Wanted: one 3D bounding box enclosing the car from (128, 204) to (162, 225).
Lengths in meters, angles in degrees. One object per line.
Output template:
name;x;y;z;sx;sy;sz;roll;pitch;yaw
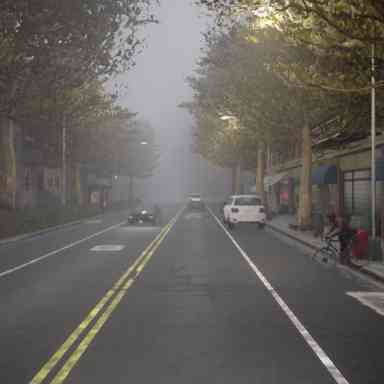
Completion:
car;-3.258;1.546;24.115;2.033;1.411;5.357;0;0;1

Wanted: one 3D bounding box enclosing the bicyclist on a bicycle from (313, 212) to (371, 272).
bicyclist on a bicycle;4.135;1.378;9.287;1.656;1.620;0.582;-7;0;1

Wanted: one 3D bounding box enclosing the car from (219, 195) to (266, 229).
car;3.290;1.227;21.672;2.435;2.045;5.566;0;0;1

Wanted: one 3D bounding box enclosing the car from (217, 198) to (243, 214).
car;4.040;1.479;36.030;2.231;1.521;4.892;0;0;1

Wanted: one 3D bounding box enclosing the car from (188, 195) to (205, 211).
car;0.537;1.489;40.428;2.128;1.511;4.902;0;0;1

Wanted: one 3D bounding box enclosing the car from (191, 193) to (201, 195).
car;0.617;1.218;50.859;2.150;2.045;5.566;0;0;1
